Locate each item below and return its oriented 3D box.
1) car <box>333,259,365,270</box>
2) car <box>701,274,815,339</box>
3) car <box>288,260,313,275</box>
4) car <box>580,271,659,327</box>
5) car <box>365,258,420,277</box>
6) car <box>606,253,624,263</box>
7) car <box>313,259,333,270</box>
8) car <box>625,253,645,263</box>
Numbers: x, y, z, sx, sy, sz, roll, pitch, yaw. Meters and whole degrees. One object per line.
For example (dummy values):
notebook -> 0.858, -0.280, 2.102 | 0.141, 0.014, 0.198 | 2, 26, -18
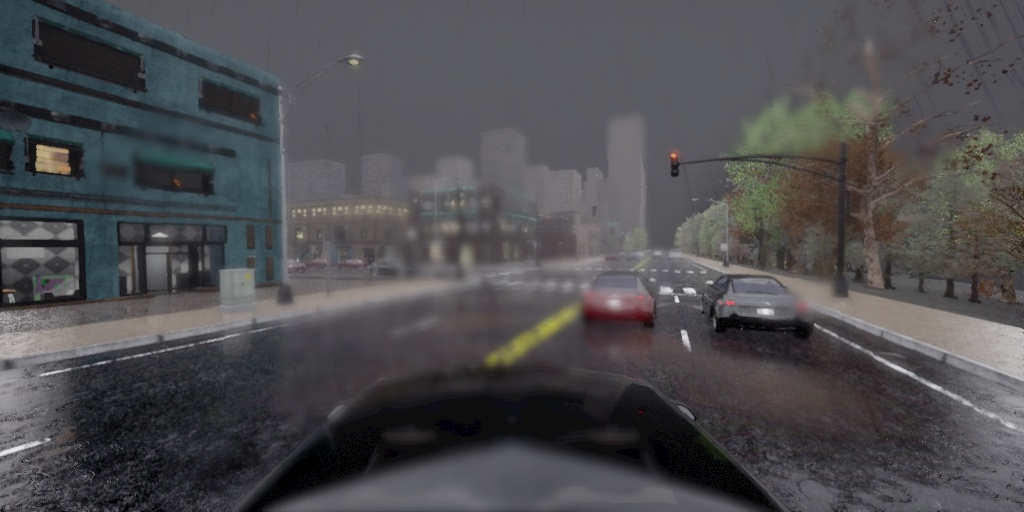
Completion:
car -> -19.316, 0.999, 43.878 | 4.207, 1.307, 1.802 | 0, 0, 23
car -> 6.430, 1.179, 9.817 | 1.994, 1.385, 4.181 | 0, 1, 23
car -> -22.622, 1.066, 36.179 | 4.097, 1.591, 1.967 | 0, 0, 23
car -> 3.435, 1.161, 11.084 | 1.994, 1.385, 4.181 | 0, 1, 23
car -> -9.921, 1.113, 30.588 | 4.313, 1.339, 1.948 | 0, 0, 23
car -> 16.710, 0.415, 58.753 | 1.895, 1.301, 4.718 | 0, 1, 24
car -> -24.401, 1.030, 46.064 | 4.207, 1.307, 1.802 | 0, 0, 23
car -> 19.698, 0.433, 57.473 | 1.895, 1.301, 4.718 | 0, 1, 24
